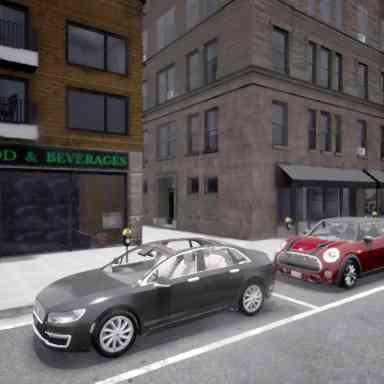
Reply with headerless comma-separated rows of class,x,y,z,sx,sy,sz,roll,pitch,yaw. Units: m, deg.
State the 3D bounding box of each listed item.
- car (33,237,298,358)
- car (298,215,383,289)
car,-0.395,1.551,5.899,4.403,1.369,2.008,0,0,-35
car,4.108,1.442,9.090,4.097,1.590,1.967,0,0,-35
